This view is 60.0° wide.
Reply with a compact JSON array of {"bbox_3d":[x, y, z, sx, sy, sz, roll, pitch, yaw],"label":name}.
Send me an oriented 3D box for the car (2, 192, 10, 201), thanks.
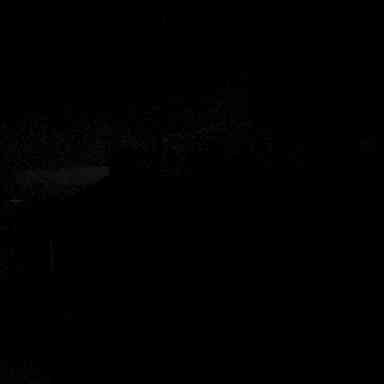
[{"bbox_3d":[-21.214,0.362,35.417,1.812,1.442,4.674,2,2,-9],"label":"car"}]
